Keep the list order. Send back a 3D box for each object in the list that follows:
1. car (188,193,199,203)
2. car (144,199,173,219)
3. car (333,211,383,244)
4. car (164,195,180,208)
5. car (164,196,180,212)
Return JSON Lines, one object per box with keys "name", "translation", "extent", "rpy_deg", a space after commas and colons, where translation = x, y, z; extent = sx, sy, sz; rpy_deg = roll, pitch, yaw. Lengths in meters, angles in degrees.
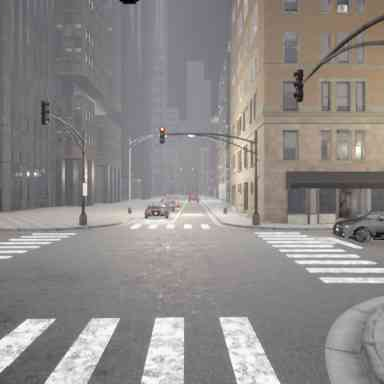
{"name": "car", "translation": [0.345, 1.200, 70.258], "extent": [2.150, 2.045, 5.566], "rpy_deg": [0, 0, 0]}
{"name": "car", "translation": [-2.986, 1.573, 29.427], "extent": [1.994, 1.385, 4.181], "rpy_deg": [0, 0, 0]}
{"name": "car", "translation": [8.775, 1.562, 15.280], "extent": [4.181, 1.385, 1.994], "rpy_deg": [0, 0, 6]}
{"name": "car", "translation": [-2.900, 1.367, 49.180], "extent": [2.097, 1.767, 4.553], "rpy_deg": [0, 0, 0]}
{"name": "car", "translation": [-2.943, 1.504, 39.282], "extent": [2.128, 1.511, 4.902], "rpy_deg": [0, 0, 0]}
